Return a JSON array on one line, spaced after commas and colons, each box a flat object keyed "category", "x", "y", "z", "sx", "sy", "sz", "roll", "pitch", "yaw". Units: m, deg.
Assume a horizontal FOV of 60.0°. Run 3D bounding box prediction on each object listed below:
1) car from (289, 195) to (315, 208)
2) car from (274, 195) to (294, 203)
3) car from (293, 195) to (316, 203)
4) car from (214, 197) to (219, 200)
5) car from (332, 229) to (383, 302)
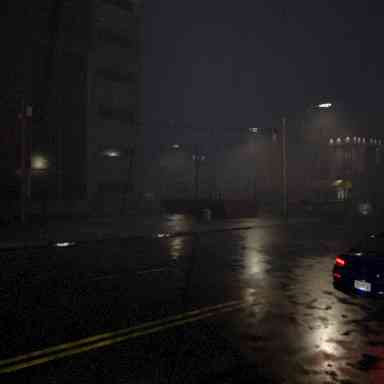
[{"category": "car", "x": 15.141, "y": 1.254, "z": 45.967, "sx": 4.553, "sy": 1.767, "sz": 2.185, "roll": 0, "pitch": 0, "yaw": -36}, {"category": "car", "x": 19.162, "y": 1.452, "z": 69.026, "sx": 3.806, "sy": 1.475, "sz": 1.970, "roll": 0, "pitch": 0, "yaw": -36}, {"category": "car", "x": 22.065, "y": 1.420, "z": 65.023, "sx": 4.674, "sy": 1.452, "sz": 2.002, "roll": 0, "pitch": 0, "yaw": -36}, {"category": "car", "x": 4.416, "y": 1.575, "z": 60.548, "sx": 4.718, "sy": 1.301, "sz": 1.895, "roll": 0, "pitch": 0, "yaw": -36}, {"category": "car", "x": 4.968, "y": 1.526, "z": 7.332, "sx": 4.674, "sy": 1.442, "sz": 1.812, "roll": 0, "pitch": 0, "yaw": -35}]
